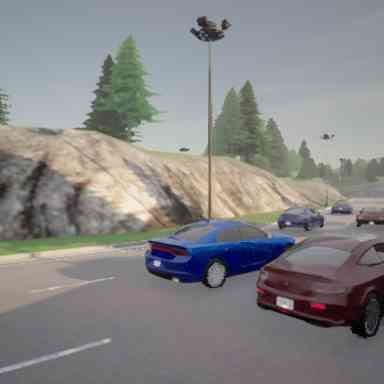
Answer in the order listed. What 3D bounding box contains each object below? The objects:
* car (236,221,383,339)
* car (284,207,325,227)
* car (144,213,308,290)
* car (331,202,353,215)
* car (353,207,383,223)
[{"bbox_3d":[3.171,1.563,6.686,4.674,1.442,1.812,0,0,-41],"label":"car"},{"bbox_3d":[6.967,1.645,21.076,1.812,1.442,4.674,0,0,37],"label":"car"},{"bbox_3d":[1.038,1.535,9.450,5.008,1.535,1.882,0,0,-41],"label":"car"},{"bbox_3d":[16.898,1.766,37.306,1.994,1.385,4.181,0,0,30],"label":"car"},{"bbox_3d":[12.796,1.724,23.340,1.895,1.301,4.718,0,0,33],"label":"car"}]
